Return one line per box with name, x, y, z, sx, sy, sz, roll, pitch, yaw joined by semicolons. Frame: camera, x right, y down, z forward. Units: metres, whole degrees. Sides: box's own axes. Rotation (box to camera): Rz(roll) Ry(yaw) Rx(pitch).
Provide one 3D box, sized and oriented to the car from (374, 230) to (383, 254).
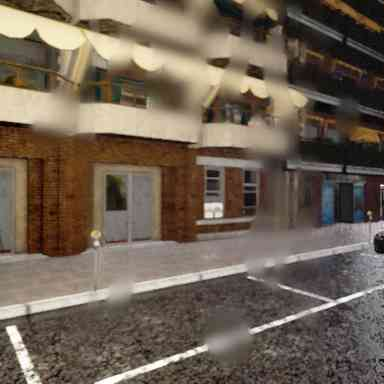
car;8.348;1.534;12.049;4.313;1.339;1.947;0;0;-35
